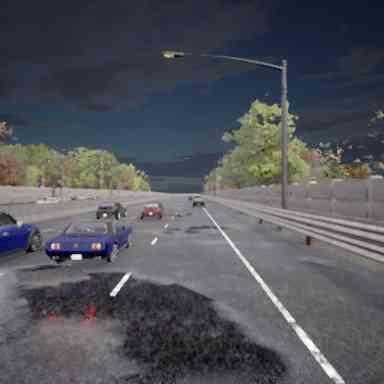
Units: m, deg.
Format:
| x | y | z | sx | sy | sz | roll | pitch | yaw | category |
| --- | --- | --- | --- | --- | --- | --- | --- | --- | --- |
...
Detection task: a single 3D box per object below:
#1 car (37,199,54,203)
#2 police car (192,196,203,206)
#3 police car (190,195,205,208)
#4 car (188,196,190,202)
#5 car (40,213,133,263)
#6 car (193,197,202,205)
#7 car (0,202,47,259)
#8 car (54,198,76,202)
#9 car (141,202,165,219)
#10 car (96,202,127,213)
| x | y | z | sx | sy | sz | roll | pitch | yaw | category |
| --- | --- | --- | --- | --- | --- | --- | --- | --- | --- |
| -24.553 | 1.786 | 56.580 | 1.895 | 1.301 | 4.718 | 0 | 0 | 1 | car |
| 1.019 | 1.628 | 61.418 | 1.930 | 1.638 | 5.238 | 0 | 0 | 0 | police car |
| 1.024 | 1.594 | 51.417 | 1.930 | 1.638 | 5.238 | 0 | 0 | 0 | police car |
| -0.043 | 1.725 | 86.182 | 1.837 | 1.490 | 4.892 | 0 | 0 | 0 | car |
| -3.405 | 1.639 | 12.041 | 1.895 | 1.301 | 4.718 | 0 | 0 | 0 | car |
| 1.016 | 1.749 | 67.308 | 1.812 | 1.442 | 4.674 | 0 | 0 | 0 | car |
| -6.905 | 1.387 | 11.083 | 2.097 | 1.767 | 4.553 | 0 | 0 | 0 | car |
| -21.064 | 1.710 | 56.346 | 1.812 | 1.442 | 4.674 | 0 | 0 | 1 | car |
| -3.428 | 1.622 | 29.834 | 1.812 | 1.442 | 4.674 | 0 | 0 | 0 | car |
| -6.916 | 1.597 | 28.859 | 1.837 | 1.490 | 4.892 | 0 | 0 | 0 | car |
